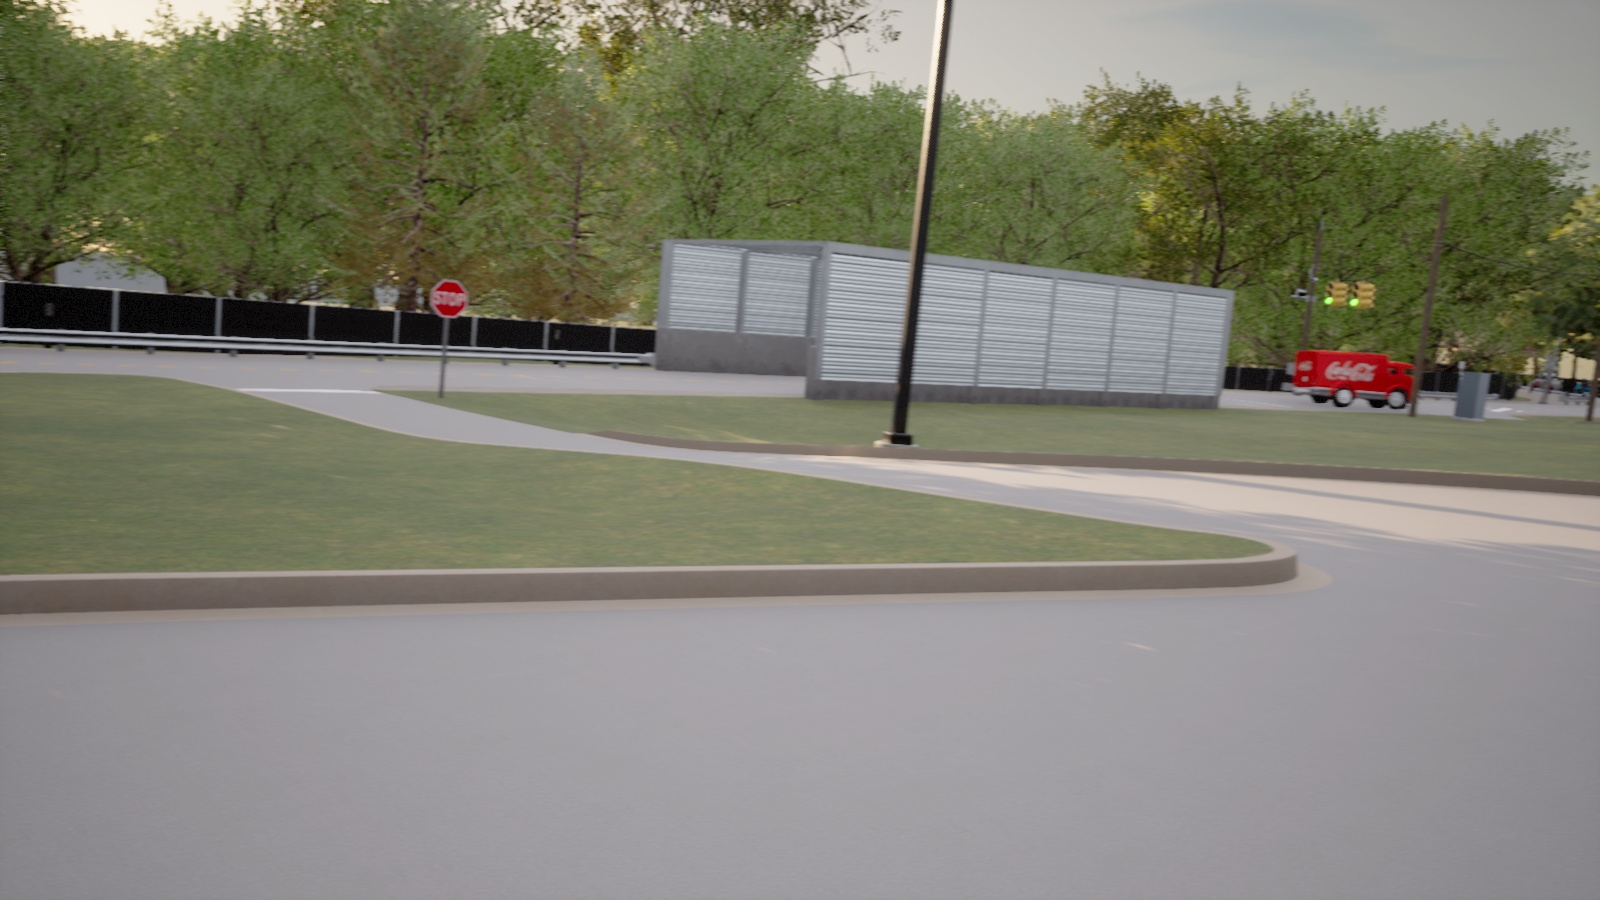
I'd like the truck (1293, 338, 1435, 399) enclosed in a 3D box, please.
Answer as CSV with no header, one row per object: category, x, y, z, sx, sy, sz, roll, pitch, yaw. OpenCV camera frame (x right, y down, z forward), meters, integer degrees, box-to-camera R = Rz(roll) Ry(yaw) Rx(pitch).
truck,25.943,-3.748,57.956,5.204,2.467,2.627,3,3,-2
